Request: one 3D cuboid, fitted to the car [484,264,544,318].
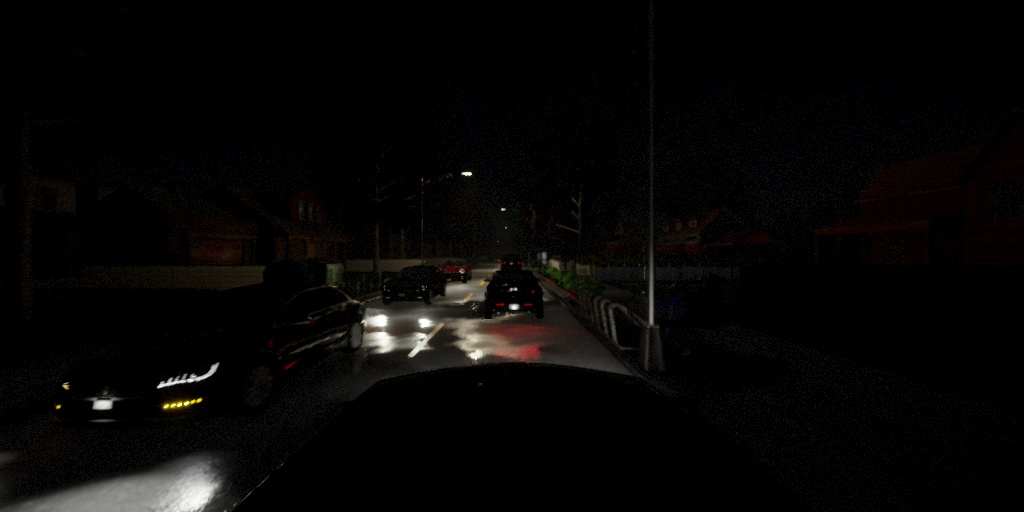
[{"bbox_3d":[0.054,1.210,12.776,1.837,1.490,4.892,0,0,0],"label":"car"}]

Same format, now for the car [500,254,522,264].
[{"bbox_3d":[-0.061,0.824,38.459,2.150,2.045,5.566,0,0,0],"label":"car"}]

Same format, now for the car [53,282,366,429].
[{"bbox_3d":[-4.114,1.246,6.024,1.837,1.490,4.892,0,0,0],"label":"car"}]

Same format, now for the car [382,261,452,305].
[{"bbox_3d":[-4.152,1.177,15.981,1.882,1.535,5.008,0,0,0],"label":"car"}]

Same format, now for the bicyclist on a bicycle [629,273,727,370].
[{"bbox_3d":[3.063,0.992,6.244,1.620,1.656,0.582,-41,-36,11],"label":"bicyclist on a bicycle"}]

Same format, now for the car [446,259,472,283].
[{"bbox_3d":[-4.179,1.009,26.285,2.097,1.767,4.553,0,0,0],"label":"car"}]
